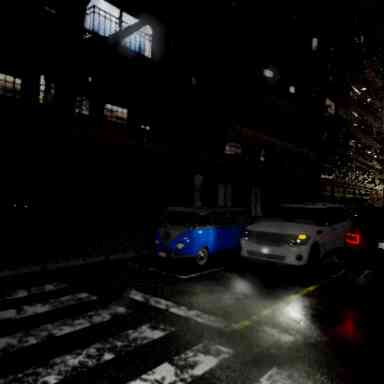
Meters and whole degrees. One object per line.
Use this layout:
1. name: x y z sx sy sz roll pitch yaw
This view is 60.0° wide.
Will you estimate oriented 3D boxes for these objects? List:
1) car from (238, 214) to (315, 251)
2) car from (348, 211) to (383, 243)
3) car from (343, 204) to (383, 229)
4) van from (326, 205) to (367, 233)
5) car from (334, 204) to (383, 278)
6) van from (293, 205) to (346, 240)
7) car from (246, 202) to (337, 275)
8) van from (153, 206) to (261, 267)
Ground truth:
1. car: 4.105 1.776 15.672 1.802 1.307 4.206 2 0 40
2. car: 11.268 2.010 20.406 1.837 1.490 4.892 2 0 40
3. car: 14.955 2.018 28.657 2.192 1.841 5.009 2 0 40
4. van: 11.341 1.874 24.329 1.690 1.788 3.998 2 0 40
5. car: 6.393 1.478 10.113 2.150 2.045 5.566 2 0 40
6. van: 7.729 1.704 20.000 1.690 1.788 3.998 2 0 40
7. car: 3.841 1.381 11.504 2.150 2.045 5.566 2 0 40
8. van: 0.503 1.367 11.343 1.690 1.788 3.998 2 0 40
